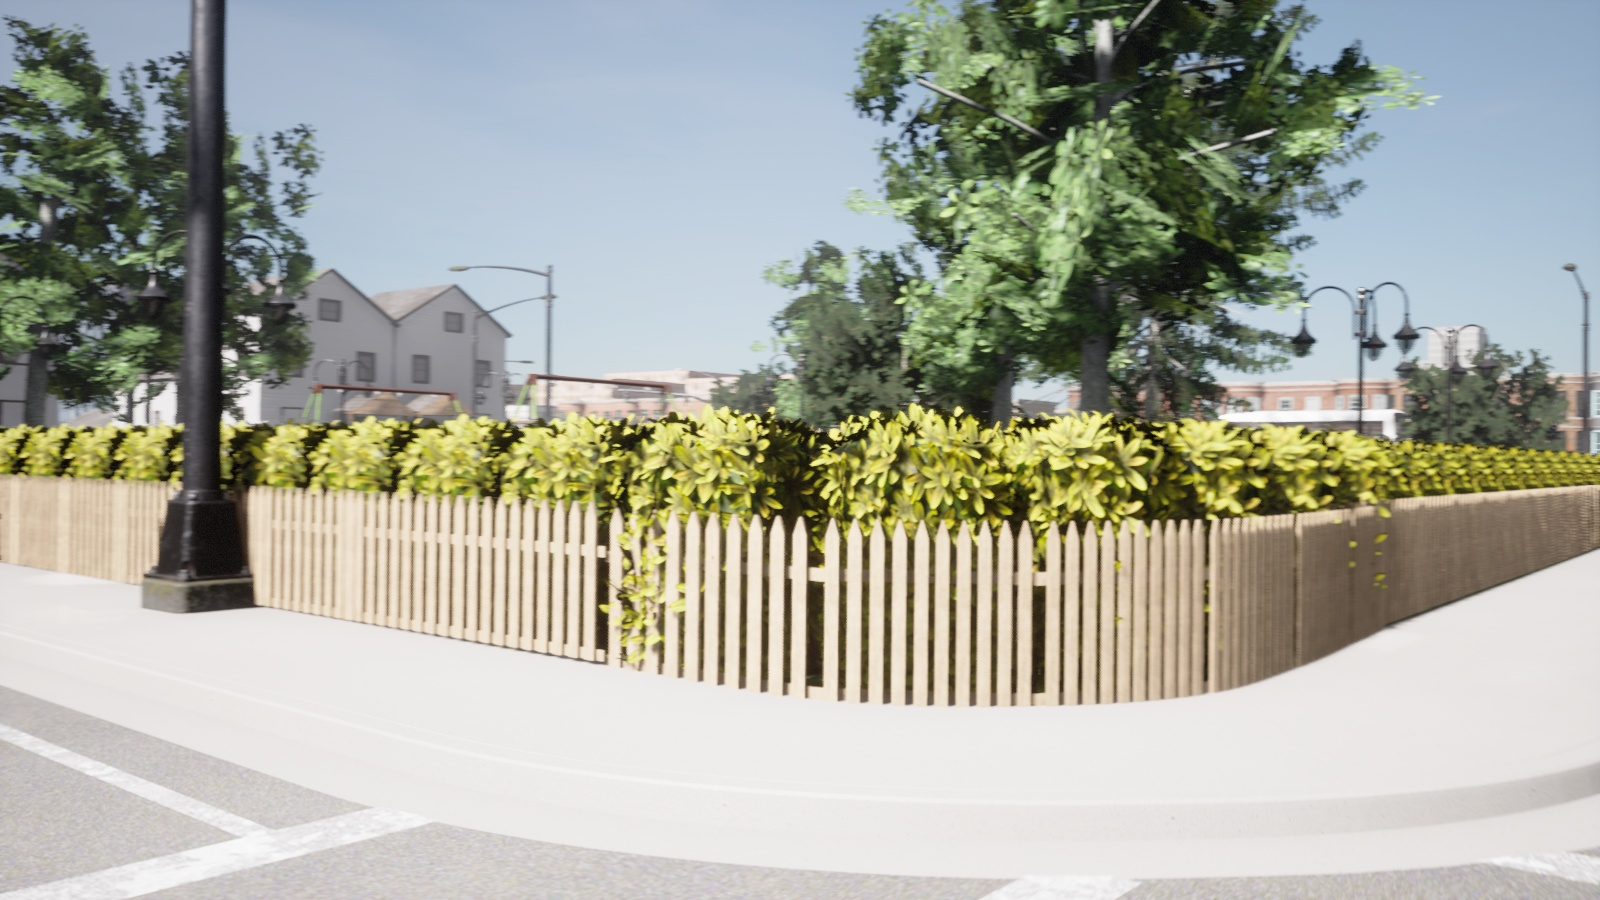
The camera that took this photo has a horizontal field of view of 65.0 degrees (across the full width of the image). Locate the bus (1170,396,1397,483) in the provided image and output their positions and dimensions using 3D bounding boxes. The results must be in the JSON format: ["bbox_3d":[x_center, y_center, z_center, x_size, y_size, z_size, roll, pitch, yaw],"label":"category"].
[{"bbox_3d":[25.066,-0.444,65.511,10.273,4.253,3.944,-1,0,38],"label":"bus"}]
